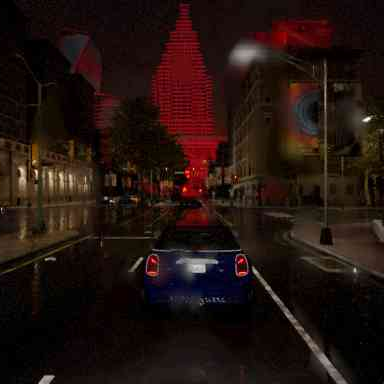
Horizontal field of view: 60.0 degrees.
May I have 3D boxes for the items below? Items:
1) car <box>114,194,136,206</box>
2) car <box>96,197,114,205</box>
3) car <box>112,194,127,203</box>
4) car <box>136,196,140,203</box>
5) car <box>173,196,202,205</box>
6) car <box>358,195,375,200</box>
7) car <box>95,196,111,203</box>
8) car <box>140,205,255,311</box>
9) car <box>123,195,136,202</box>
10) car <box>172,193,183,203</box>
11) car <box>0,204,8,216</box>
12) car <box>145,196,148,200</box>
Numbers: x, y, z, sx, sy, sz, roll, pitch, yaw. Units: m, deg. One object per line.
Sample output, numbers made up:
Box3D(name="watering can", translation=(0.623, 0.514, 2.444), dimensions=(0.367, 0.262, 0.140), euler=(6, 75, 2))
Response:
Box3D(name="car", translation=(-11.356, 1.526, 56.764), dimensions=(1.812, 1.442, 4.674), euler=(0, 0, 0))
Box3D(name="car", translation=(-14.846, 1.547, 57.940), dimensions=(2.033, 1.411, 5.357), euler=(0, 0, 1))
Box3D(name="car", translation=(-14.729, 1.352, 68.050), dimensions=(2.097, 1.767, 4.553), euler=(0, 0, 0))
Box3D(name="car", translation=(-11.266, 1.478, 65.912), dimensions=(1.882, 1.535, 5.008), euler=(0, 0, 1))
Box3D(name="car", translation=(-0.208, 1.547, 42.277), dimensions=(2.033, 1.411, 5.357), euler=(0, 0, 16))
Box3D(name="car", translation=(34.720, 1.481, 68.626), dimensions=(2.231, 1.521, 4.892), euler=(0, 0, 0))
Box3D(name="car", translation=(-17.980, 1.595, 67.444), dimensions=(1.895, 1.301, 4.718), euler=(0, 0, 0))
Box3D(name="car", translation=(0.105, 1.352, 7.923), dimensions=(2.097, 1.767, 4.553), euler=(0, 0, 0))
Box3D(name="car", translation=(-14.686, 1.525, 78.451), dimensions=(2.128, 1.511, 4.902), euler=(0, 0, 0))
Box3D(name="car", translation=(-3.206, 1.225, 71.756), dimensions=(2.150, 2.045, 5.566), euler=(0, 0, 0))
Box3D(name="car", translation=(-19.400, 1.352, 30.407), dimensions=(4.553, 1.767, 2.097), euler=(0, 0, 0))
Box3D(name="car", translation=(-11.197, 1.553, 75.785), dimensions=(1.994, 1.385, 4.181), euler=(0, 0, 0))
